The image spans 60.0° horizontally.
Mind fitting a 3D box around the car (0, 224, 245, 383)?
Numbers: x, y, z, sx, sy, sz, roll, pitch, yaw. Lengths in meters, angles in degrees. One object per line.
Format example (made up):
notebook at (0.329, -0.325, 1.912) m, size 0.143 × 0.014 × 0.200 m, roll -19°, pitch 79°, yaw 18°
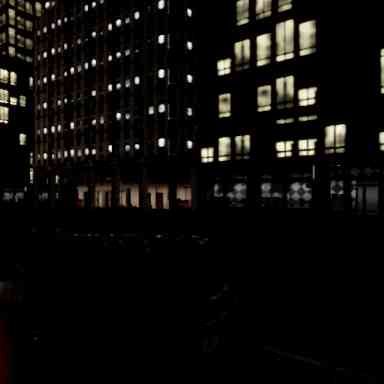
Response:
car at (-1.789, 1.340, 4.143) m, size 5.009 × 1.841 × 2.192 m, roll 0°, pitch 0°, yaw 35°
